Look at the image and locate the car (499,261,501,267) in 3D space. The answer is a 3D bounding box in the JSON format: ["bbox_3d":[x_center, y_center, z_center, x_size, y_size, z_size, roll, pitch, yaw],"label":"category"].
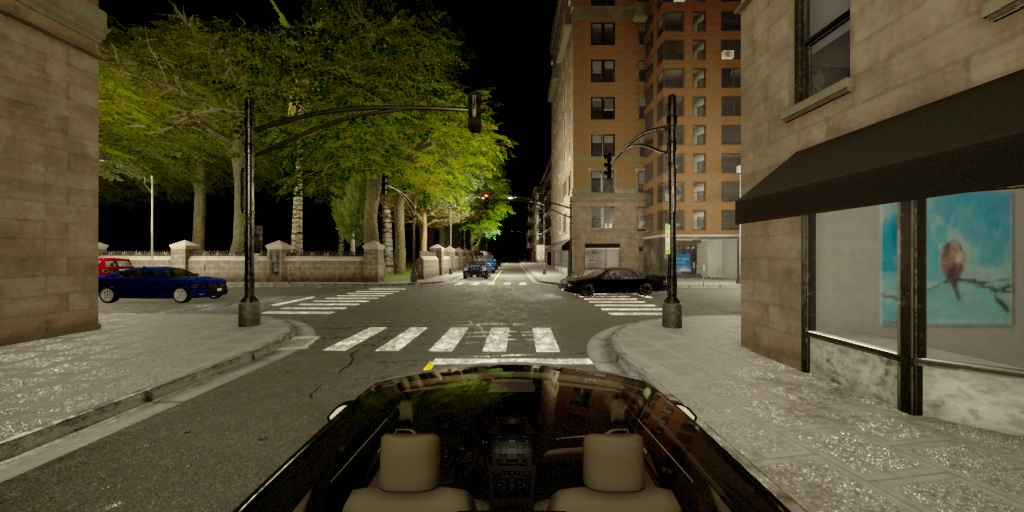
[{"bbox_3d":[-3.018,1.171,51.989,1.882,1.535,5.008,0,0,0],"label":"car"}]

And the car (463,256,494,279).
[{"bbox_3d":[-3.088,1.083,32.199,2.097,1.767,4.553,0,0,1],"label":"car"}]

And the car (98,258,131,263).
[{"bbox_3d":[-25.922,1.035,21.815,5.009,1.841,2.192,0,0,1],"label":"car"}]

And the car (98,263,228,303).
[{"bbox_3d":[-15.471,1.212,15.897,5.008,1.535,1.882,0,0,0],"label":"car"}]

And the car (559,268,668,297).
[{"bbox_3d":[5.176,1.304,18.416,5.357,1.411,2.033,0,0,-8],"label":"car"}]

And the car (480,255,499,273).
[{"bbox_3d":[-3.045,0.935,41.962,2.150,2.045,5.566,0,0,0],"label":"car"}]
